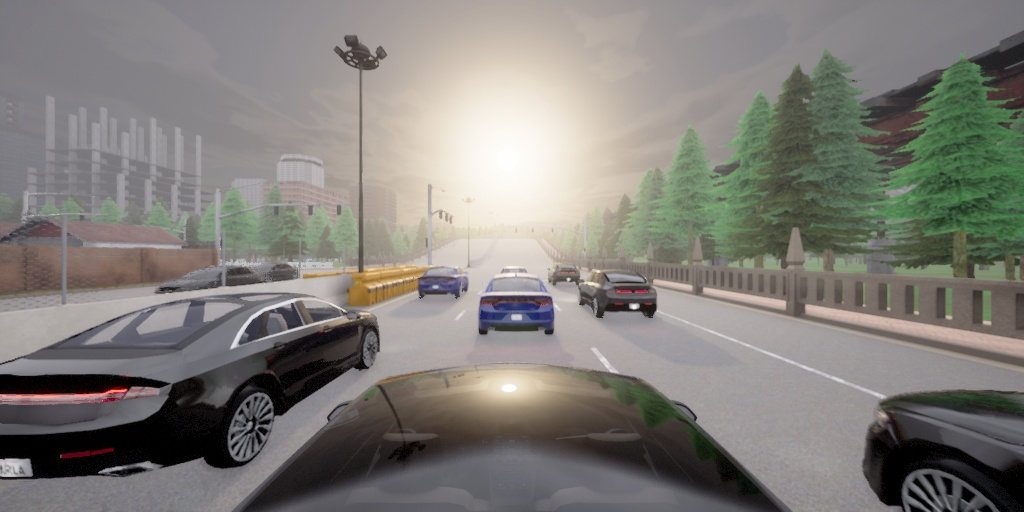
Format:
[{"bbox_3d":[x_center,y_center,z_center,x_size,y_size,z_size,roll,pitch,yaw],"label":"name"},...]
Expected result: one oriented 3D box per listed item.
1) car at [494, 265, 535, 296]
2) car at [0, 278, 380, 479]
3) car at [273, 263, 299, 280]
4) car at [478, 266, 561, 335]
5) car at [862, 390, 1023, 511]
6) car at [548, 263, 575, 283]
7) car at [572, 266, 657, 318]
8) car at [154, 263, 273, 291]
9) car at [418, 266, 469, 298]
[{"bbox_3d":[0.120,1.293,20.610,2.033,1.411,5.357,0,0,0],"label":"car"},{"bbox_3d":[-3.398,1.237,4.851,2.128,1.511,4.902,0,0,0],"label":"car"},{"bbox_3d":[-17.500,1.250,25.916,1.837,1.490,4.892,0,0,0],"label":"car"},{"bbox_3d":[0.106,1.226,10.540,1.882,1.535,5.008,0,0,0],"label":"car"},{"bbox_3d":[3.596,1.239,0.703,2.128,1.511,4.902,0,0,0],"label":"car"},{"bbox_3d":[3.626,1.249,25.354,1.837,1.490,4.892,0,0,0],"label":"car"},{"bbox_3d":[3.613,1.251,13.010,1.837,1.490,4.892,0,0,0],"label":"car"},{"bbox_3d":[-14.072,1.250,17.064,1.837,1.490,4.892,0,0,0],"label":"car"},{"bbox_3d":[-3.384,1.223,18.382,1.882,1.535,5.008,0,0,0],"label":"car"}]
